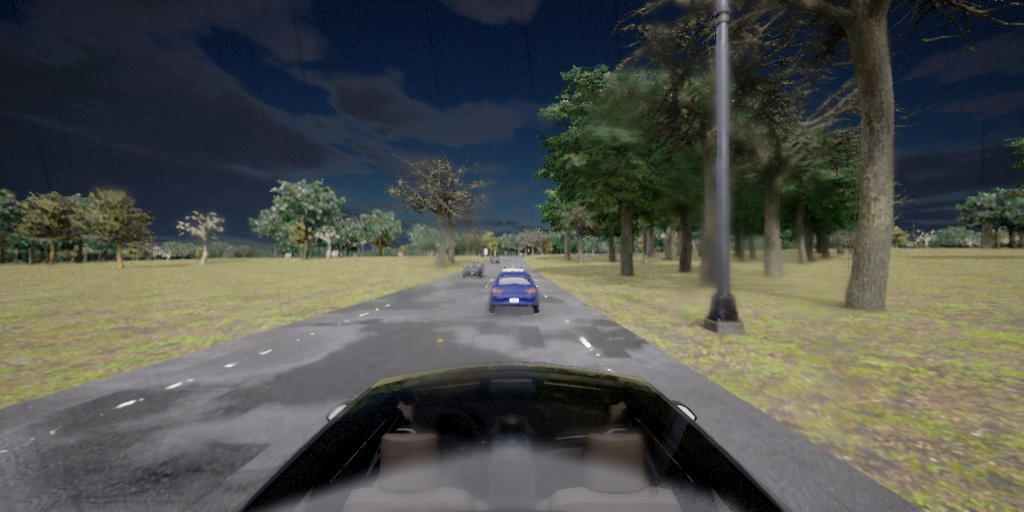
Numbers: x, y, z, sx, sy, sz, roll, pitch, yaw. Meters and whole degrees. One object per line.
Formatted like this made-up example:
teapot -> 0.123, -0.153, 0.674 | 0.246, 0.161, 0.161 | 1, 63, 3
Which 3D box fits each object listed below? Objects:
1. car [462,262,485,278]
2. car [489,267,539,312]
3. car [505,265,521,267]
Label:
car -> -3.601, 1.330, 34.417 | 1.837, 1.490, 4.892 | 0, 0, 0
car -> 0.089, 1.364, 14.582 | 1.812, 1.442, 4.674 | 0, 0, 0
car -> 0.093, 1.433, 32.802 | 1.895, 1.301, 4.718 | 0, 0, 0
